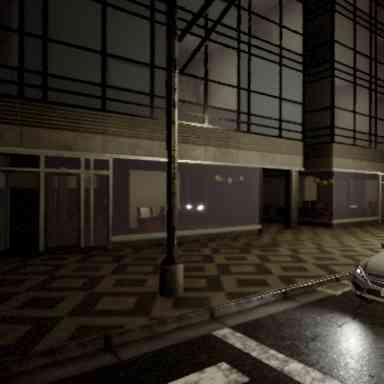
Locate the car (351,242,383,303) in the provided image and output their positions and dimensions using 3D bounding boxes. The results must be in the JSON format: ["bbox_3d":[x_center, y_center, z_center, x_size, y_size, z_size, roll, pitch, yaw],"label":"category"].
[{"bbox_3d":[5.382,1.543,7.214,4.674,1.442,1.812,0,0,-36],"label":"car"}]
